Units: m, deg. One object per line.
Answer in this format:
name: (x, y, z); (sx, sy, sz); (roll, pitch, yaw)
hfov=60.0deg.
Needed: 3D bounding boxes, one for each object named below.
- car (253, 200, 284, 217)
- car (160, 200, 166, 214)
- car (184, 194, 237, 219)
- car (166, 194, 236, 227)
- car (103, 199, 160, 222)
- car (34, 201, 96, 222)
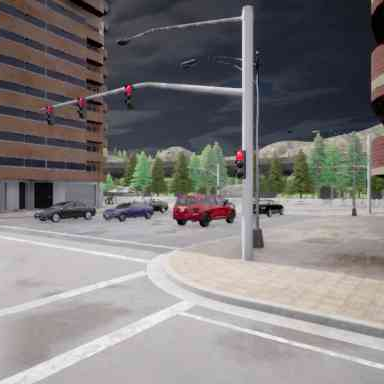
car: (7.158, 1.478, 31.701); (1.882, 1.535, 5.008); (0, 0, 36)
car: (-4.426, 1.491, 33.830); (2.128, 1.511, 4.902); (0, 0, 36)
car: (1.858, 1.221, 30.321); (2.150, 2.045, 5.566); (0, 0, 36)
car: (0.966, 1.221, 23.092); (2.150, 2.045, 5.566); (0, 0, 36)
car: (-5.048, 1.526, 27.030); (1.812, 1.442, 4.674); (0, 0, 36)
car: (-9.907, 1.505, 26.288); (1.837, 1.490, 4.892); (0, 0, 36)
